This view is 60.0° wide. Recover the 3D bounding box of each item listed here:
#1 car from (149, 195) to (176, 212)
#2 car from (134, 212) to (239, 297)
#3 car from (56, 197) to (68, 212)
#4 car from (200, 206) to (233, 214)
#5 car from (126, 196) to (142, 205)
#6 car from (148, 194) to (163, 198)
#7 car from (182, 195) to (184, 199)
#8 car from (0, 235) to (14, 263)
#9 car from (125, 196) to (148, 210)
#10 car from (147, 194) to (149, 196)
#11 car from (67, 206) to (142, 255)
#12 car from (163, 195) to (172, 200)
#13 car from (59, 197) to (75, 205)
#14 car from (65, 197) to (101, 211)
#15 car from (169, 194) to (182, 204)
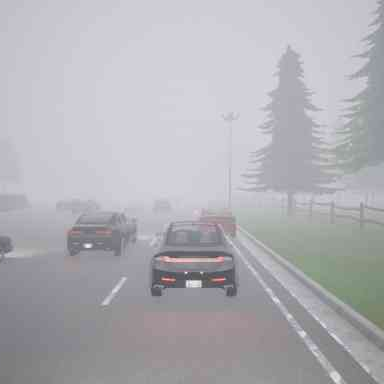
[{"bbox_3d":[-3.412,1.491,39.155,2.128,1.511,4.902,0,0,0],"label":"car"},{"bbox_3d":[0.050,1.491,8.590,2.128,1.511,4.902,0,0,0],"label":"car"},{"bbox_3d":[-13.911,1.477,38.269,1.882,1.535,5.008,0,0,0],"label":"car"},{"bbox_3d":[1.220,1.478,17.932,1.882,1.535,5.008,0,0,0],"label":"car"},{"bbox_3d":[-10.417,1.547,59.983,2.033,1.411,5.357,0,0,0],"label":"car"},{"bbox_3d":[-6.919,1.477,65.899,1.882,1.535,5.008,0,0,0],"label":"car"},{"bbox_3d":[-3.525,1.525,87.439,2.128,1.511,4.902,0,0,0],"label":"car"},{"bbox_3d":[-6.902,1.547,8.706,2.033,1.411,5.357,0,0,0],"label":"car"},{"bbox_3d":[-6.926,1.525,40.467,1.812,1.442,4.674,0,0,0],"label":"car"},{"bbox_3d":[-10.527,1.355,93.575,2.097,1.767,4.553,0,0,0],"label":"car"},{"bbox_3d":[-3.404,1.505,13.304,1.837,1.490,4.892,0,0,0],"label":"car"},{"bbox_3d":[-7.027,1.525,94.315,2.128,1.511,4.902,0,0,0],"label":"car"},{"bbox_3d":[-23.487,1.600,62.345,1.895,1.301,4.718,0,0,-31],"label":"car"},{"bbox_3d":[-10.409,1.491,33.137,2.128,1.511,4.902,0,0,0],"label":"car"},{"bbox_3d":[-3.419,1.477,65.390,1.882,1.535,5.008,0,0,0],"label":"car"}]
